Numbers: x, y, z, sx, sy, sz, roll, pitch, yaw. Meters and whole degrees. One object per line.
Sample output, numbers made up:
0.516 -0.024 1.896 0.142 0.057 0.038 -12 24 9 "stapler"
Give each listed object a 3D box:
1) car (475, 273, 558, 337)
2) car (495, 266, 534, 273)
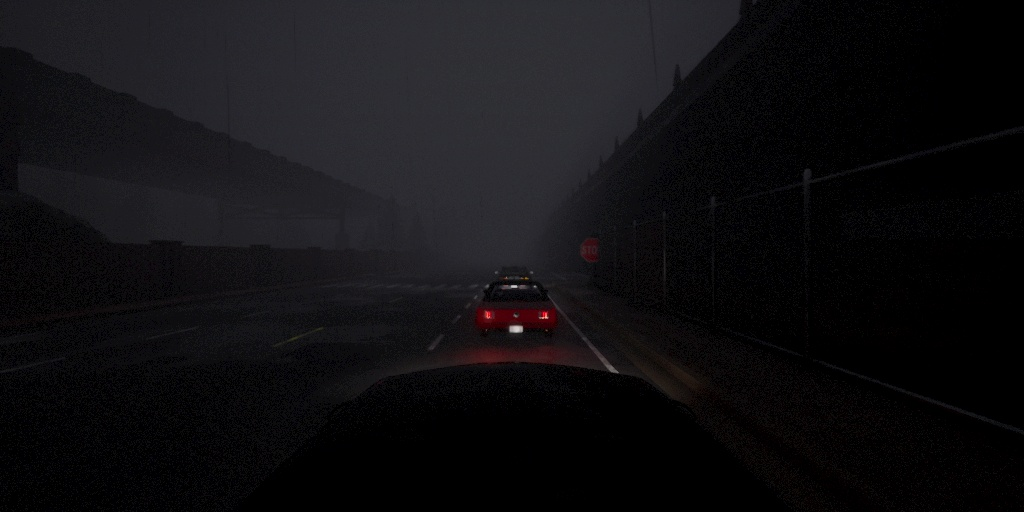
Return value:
0.105 1.346 10.222 1.895 1.301 4.718 0 0 0 "car"
0.114 1.245 19.486 1.837 1.490 4.892 0 0 0 "car"
